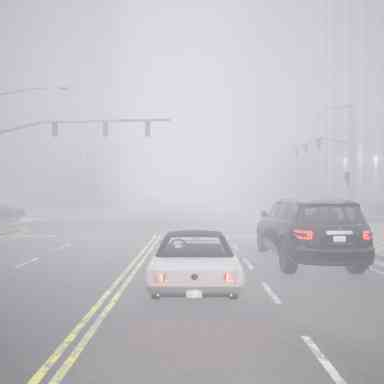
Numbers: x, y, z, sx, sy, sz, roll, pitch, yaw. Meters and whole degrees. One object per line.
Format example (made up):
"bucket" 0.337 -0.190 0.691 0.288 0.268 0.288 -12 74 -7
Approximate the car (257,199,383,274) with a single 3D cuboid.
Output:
"car" 3.583 1.222 10.723 2.150 2.045 5.566 0 0 0

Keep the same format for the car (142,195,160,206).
"car" -7.040 1.352 55.236 2.097 1.767 4.553 0 0 0

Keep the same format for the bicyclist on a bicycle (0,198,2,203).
"bicyclist on a bicycle" -26.380 1.301 45.389 0.582 1.620 1.656 0 0 -1

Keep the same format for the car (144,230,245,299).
"car" 0.067 1.601 8.369 1.895 1.301 4.718 0 0 1

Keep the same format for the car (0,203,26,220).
"car" -16.076 1.565 27.500 4.181 1.385 1.994 0 0 -1

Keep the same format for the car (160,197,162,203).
"car" -6.971 1.547 65.756 2.033 1.411 5.357 0 0 1
